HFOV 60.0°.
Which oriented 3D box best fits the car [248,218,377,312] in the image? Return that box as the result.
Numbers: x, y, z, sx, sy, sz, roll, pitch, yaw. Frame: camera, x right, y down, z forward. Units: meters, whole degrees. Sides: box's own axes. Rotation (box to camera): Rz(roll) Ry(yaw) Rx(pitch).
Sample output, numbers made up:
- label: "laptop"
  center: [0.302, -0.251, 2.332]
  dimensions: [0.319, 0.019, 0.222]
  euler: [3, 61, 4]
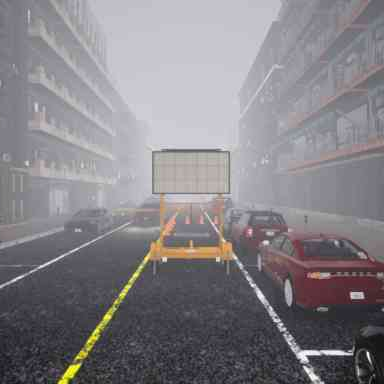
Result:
- label: "car"
  center: [2.677, 1.545, 7.629]
  dimensions: [1.887, 1.381, 4.507]
  euler: [0, 0, 0]

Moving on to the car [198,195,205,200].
- label: "car"
  center: [2.516, 1.513, 92.175]
  dimensions: [1.887, 1.381, 4.507]
  euler: [0, 0, 0]

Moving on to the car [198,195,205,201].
- label: "car"
  center: [2.537, 1.500, 81.072]
  dimensions: [1.752, 1.417, 4.829]
  euler: [0, 0, 0]

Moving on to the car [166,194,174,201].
- label: "car"
  center: [-5.842, 1.290, 80.890]
  dimensions: [2.192, 1.841, 5.009]
  euler: [0, 0, 0]

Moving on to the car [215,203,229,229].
- label: "car"
  center: [2.656, 1.550, 18.901]
  dimensions: [2.008, 1.369, 4.403]
  euler: [0, 0, 0]

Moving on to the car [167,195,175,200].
- label: "car"
  center: [-5.864, 1.513, 92.163]
  dimensions: [1.887, 1.381, 4.507]
  euler: [0, 0, 0]

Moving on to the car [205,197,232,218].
- label: "car"
  center: [2.635, 1.312, 30.175]
  dimensions: [2.192, 1.841, 5.009]
  euler: [0, 0, 0]

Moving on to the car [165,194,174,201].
- label: "car"
  center: [-5.853, 1.412, 86.526]
  dimensions: [1.967, 1.590, 4.097]
  euler: [0, 0, 0]

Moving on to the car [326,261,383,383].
- label: "car"
  center: [2.687, 1.566, 1.993]
  dimensions: [1.947, 1.339, 4.313]
  euler: [0, 0, 0]

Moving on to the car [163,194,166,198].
- label: "car"
  center: [-5.788, 1.304, 52.708]
  dimensions: [2.192, 1.841, 5.009]
  euler: [0, 0, 0]

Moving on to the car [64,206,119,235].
- label: "car"
  center: [-5.725, 1.565, 18.889]
  dimensions: [1.947, 1.339, 4.313]
  euler: [0, 0, 0]

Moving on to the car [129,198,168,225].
- label: "car"
  center: [-3.047, 1.476, 24.476]
  dimensions: [1.882, 1.535, 5.008]
  euler: [0, 0, 0]

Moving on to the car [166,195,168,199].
- label: "car"
  center: [-5.801, 1.568, 58.345]
  dimensions: [1.802, 1.307, 4.206]
  euler: [0, 0, 0]

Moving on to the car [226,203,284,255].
- label: "car"
  center: [2.666, 1.440, 13.266]
  dimensions: [1.967, 1.590, 4.097]
  euler: [0, 0, 0]

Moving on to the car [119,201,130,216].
- label: "car"
  center: [-5.746, 1.522, 29.992]
  dimensions: [1.752, 1.417, 4.829]
  euler: [0, 0, 0]

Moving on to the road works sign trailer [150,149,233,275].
- label: "road works sign trailer"
  center: [-0.020, 0.464, 10.393]
  dimensions: [2.380, 3.560, 2.880]
  euler: [0, 0, 0]

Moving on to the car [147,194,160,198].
- label: "car"
  center: [-5.779, 1.431, 47.072]
  dimensions: [1.967, 1.590, 4.097]
  euler: [0, 0, 0]
